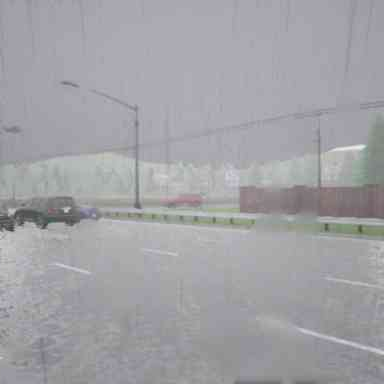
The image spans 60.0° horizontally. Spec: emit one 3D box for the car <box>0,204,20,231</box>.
[{"bbox_3d":[-12.532,1.448,19.975,4.553,1.767,2.097,0,0,40],"label":"car"}]

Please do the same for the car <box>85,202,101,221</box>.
[{"bbox_3d":[-9.018,1.590,26.163,4.674,1.442,1.812,0,0,40],"label":"car"}]

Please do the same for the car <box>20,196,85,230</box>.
[{"bbox_3d":[-9.787,1.294,22.232,5.566,2.045,2.150,0,0,41],"label":"car"}]

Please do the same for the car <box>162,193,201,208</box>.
[{"bbox_3d":[-1.350,1.206,46.162,5.566,2.045,2.150,-2,1,-24],"label":"car"}]

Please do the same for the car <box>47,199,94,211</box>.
[{"bbox_3d":[-15.429,1.661,42.430,5.357,1.411,2.033,0,0,-2],"label":"car"}]
